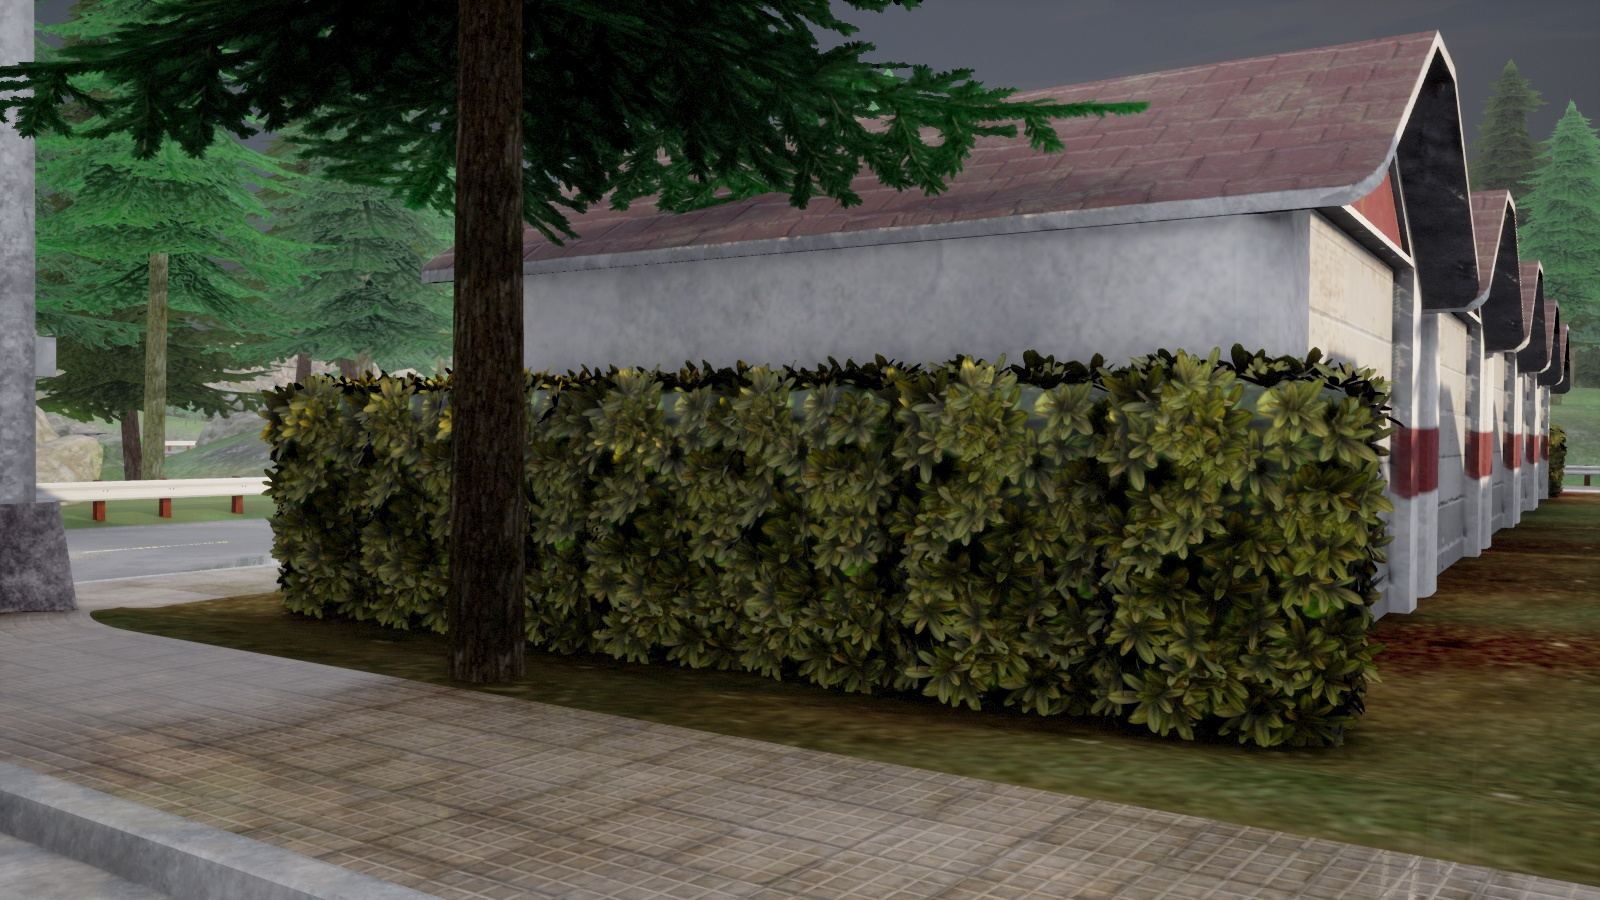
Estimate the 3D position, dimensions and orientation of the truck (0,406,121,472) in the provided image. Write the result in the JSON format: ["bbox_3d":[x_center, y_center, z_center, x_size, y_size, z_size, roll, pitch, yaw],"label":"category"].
[{"bbox_3d":[-42.216,-0.618,69.232,2.891,3.462,7.936,0,1,34],"label":"truck"}]
